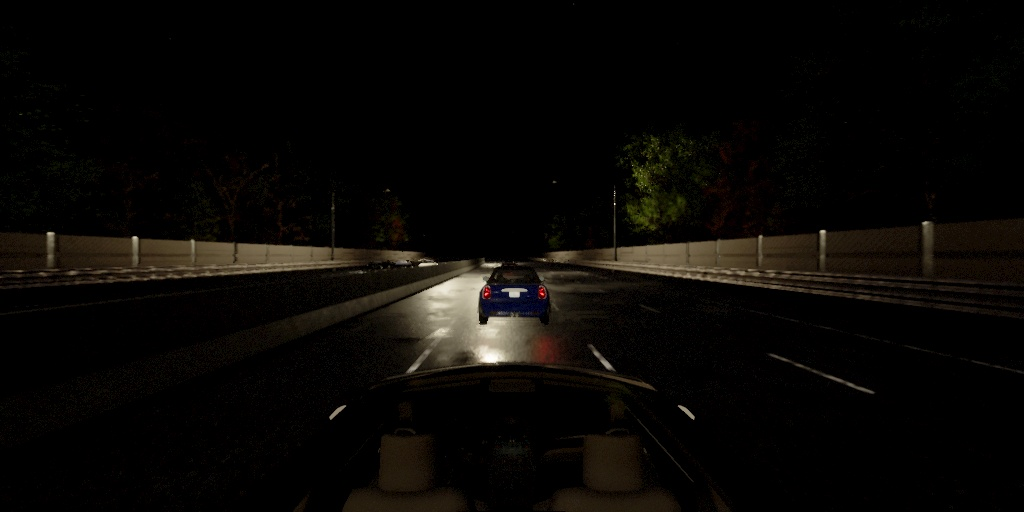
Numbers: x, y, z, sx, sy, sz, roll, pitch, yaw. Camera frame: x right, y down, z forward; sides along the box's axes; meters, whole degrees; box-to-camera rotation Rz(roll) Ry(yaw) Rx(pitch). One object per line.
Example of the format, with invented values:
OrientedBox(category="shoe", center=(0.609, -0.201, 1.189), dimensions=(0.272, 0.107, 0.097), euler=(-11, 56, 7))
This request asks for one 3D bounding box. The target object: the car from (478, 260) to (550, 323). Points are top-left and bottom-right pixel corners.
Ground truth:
OrientedBox(category="car", center=(0.055, 1.102, 12.216), dimensions=(2.097, 1.767, 4.553), euler=(0, 0, 0))

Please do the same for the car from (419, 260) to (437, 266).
OrientedBox(category="car", center=(-11.217, 1.274, 48.392), dimensions=(1.812, 1.442, 4.674), euler=(0, 0, -1))

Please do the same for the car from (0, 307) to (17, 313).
OrientedBox(category="car", center=(-10.607, 1.299, 4.709), dimensions=(2.033, 1.411, 5.357), euler=(0, 0, 0))

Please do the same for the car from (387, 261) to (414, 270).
OrientedBox(category="car", center=(-14.714, 1.349, 48.180), dimensions=(1.895, 1.301, 4.718), euler=(0, 0, -1))

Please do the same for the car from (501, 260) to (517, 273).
OrientedBox(category="car", center=(-0.437, 1.256, 44.317), dimensions=(1.837, 1.490, 4.892), euler=(0, 0, -1))

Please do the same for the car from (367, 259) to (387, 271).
OrientedBox(category="car", center=(-18.244, 1.225, 49.295), dimensions=(1.882, 1.535, 5.008), euler=(0, 0, -1))
